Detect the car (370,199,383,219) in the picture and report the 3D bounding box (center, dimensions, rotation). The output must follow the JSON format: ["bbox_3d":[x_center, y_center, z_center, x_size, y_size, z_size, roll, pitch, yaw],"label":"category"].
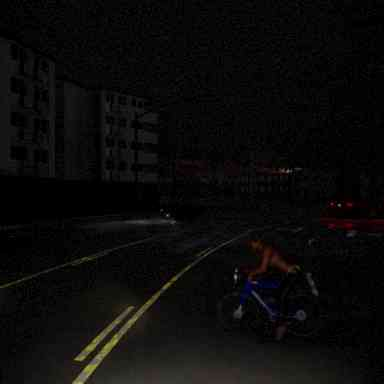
[{"bbox_3d":[17.200,1.491,28.157,2.128,1.511,4.902,0,0,44],"label":"car"}]

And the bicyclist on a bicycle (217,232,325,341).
[{"bbox_3d":[1.194,1.455,5.200,1.656,1.620,0.582,-2,0,10],"label":"bicyclist on a bicycle"}]

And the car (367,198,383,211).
[{"bbox_3d":[23.281,1.546,41.601,1.994,1.385,4.181,0,0,22],"label":"car"}]

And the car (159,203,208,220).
[{"bbox_3d":[-0.659,1.601,28.680,1.895,1.301,4.718,0,0,36],"label":"car"}]

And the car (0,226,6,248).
[{"bbox_3d":[-8.687,1.564,11.498,1.994,1.385,4.181,0,0,16],"label":"car"}]

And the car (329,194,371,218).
[{"bbox_3d":[14.490,1.221,30.379,2.150,2.045,5.566,0,0,44],"label":"car"}]
